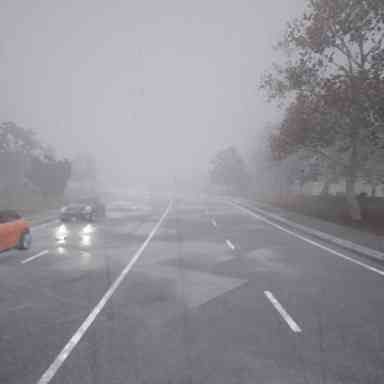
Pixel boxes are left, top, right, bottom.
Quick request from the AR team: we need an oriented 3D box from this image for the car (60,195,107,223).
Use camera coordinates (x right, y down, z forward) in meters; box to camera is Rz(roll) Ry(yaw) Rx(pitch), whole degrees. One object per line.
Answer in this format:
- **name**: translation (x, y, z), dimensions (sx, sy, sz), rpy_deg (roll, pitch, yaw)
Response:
- **car**: translation (-7.450, 1.062, 23.153), dimensions (2.097, 1.767, 4.553), rpy_deg (0, 2, -1)

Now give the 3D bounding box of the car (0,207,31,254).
- **car**: translation (-7.250, 1.352, 10.958), dimensions (2.097, 1.767, 4.553), rpy_deg (0, 1, -1)
